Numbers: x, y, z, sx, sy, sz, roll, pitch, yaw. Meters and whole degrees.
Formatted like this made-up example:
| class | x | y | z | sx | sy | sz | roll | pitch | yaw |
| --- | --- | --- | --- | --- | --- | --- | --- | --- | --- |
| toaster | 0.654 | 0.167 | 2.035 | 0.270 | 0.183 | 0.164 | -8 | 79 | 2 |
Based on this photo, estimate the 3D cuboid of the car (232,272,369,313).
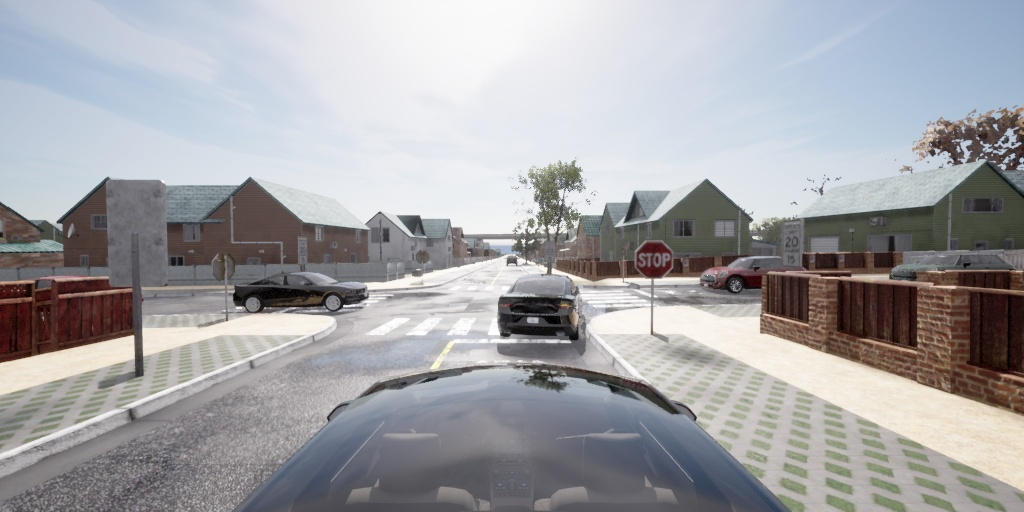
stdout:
| class | x | y | z | sx | sy | sz | roll | pitch | yaw |
| --- | --- | --- | --- | --- | --- | --- | --- | --- | --- |
| car | -8.470 | 1.376 | 14.610 | 5.008 | 1.535 | 1.882 | -1 | 2 | 0 |

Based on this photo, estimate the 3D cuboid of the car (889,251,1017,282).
| class | x | y | z | sx | sy | sz | roll | pitch | yaw |
| --- | --- | --- | --- | --- | --- | --- | --- | --- | --- |
| car | 21.700 | 0.646 | 17.768 | 4.553 | 1.767 | 2.097 | -1 | 2 | 0 |

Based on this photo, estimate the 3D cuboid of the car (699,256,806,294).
| class | x | y | z | sx | sy | sz | roll | pitch | yaw |
| --- | --- | --- | --- | --- | --- | --- | --- | --- | --- |
| car | 11.805 | 0.820 | 17.696 | 4.553 | 1.767 | 2.097 | -1 | 2 | 0 |

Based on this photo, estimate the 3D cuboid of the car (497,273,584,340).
| class | x | y | z | sx | sy | sz | roll | pitch | yaw |
| --- | --- | --- | --- | --- | --- | --- | --- | --- | --- |
| car | 0.957 | 1.224 | 10.085 | 1.882 | 1.535 | 5.008 | 0 | 0 | 12 |

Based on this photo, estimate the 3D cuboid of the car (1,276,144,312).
| class | x | y | z | sx | sy | sz | roll | pitch | yaw |
| --- | --- | --- | --- | --- | --- | --- | --- | --- | --- |
| car | -18.023 | 1.546 | 14.547 | 5.008 | 1.535 | 1.882 | -1 | 2 | 0 |
